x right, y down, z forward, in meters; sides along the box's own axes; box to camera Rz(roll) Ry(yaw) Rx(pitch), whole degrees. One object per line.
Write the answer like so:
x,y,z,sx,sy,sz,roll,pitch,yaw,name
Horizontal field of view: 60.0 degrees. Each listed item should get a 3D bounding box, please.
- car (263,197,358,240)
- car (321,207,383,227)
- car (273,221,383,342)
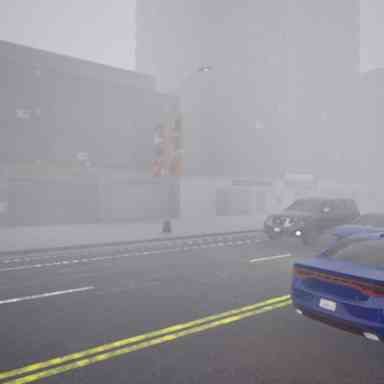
5.889,1.273,15.871,5.566,2.045,2.150,0,0,-35,car
7.434,1.527,12.981,5.008,1.535,1.882,0,0,-35,car
3.994,1.500,6.292,5.008,1.535,1.882,0,0,-36,car
